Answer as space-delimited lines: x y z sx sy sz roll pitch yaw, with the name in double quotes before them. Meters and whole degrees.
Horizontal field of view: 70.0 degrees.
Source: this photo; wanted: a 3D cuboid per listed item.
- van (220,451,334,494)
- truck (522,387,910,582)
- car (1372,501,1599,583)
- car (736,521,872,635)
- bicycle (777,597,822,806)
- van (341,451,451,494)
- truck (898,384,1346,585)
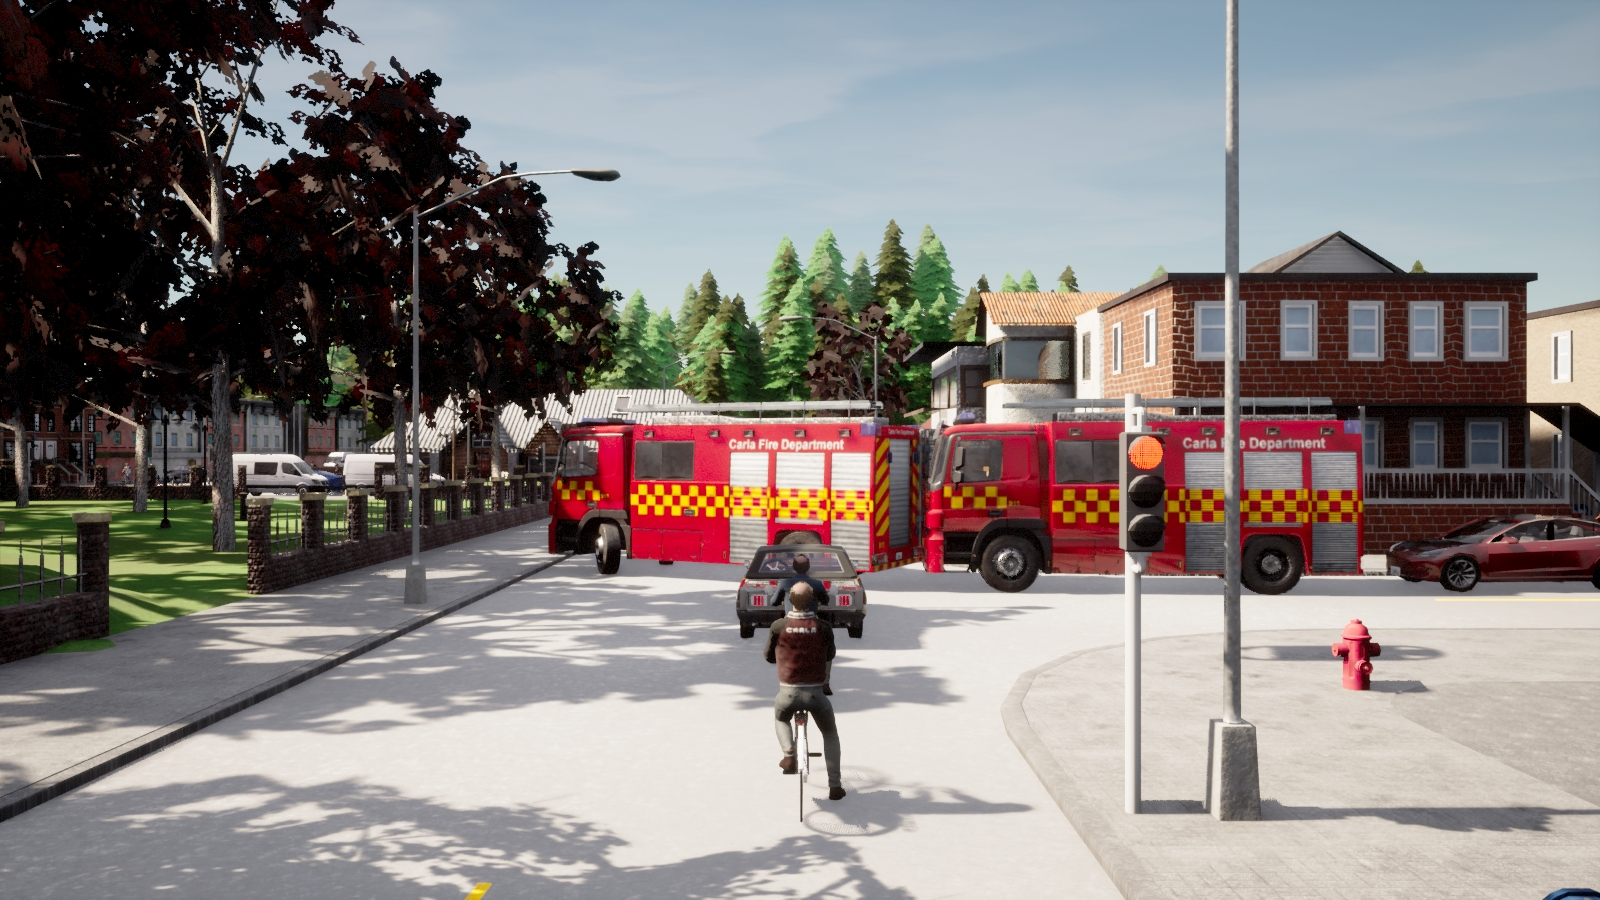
"van" -31.465 1.314 68.839 5.915 2.561 1.988 0 0 1
"truck" -2.006 0.672 25.771 8.468 3.827 2.891 0 0 28
"car" 14.646 1.843 23.389 4.792 1.488 2.163 0 0 0
"car" 0.052 1.935 18.331 1.895 1.301 4.718 0 0 0
"bicycle" -0.005 1.940 9.200 0.329 1.271 1.835 0 0 0
"van" -24.299 1.314 68.785 5.915 2.561 1.988 0 0 1
"truck" 6.281 0.669 23.510 8.468 3.827 2.891 0 0 4
